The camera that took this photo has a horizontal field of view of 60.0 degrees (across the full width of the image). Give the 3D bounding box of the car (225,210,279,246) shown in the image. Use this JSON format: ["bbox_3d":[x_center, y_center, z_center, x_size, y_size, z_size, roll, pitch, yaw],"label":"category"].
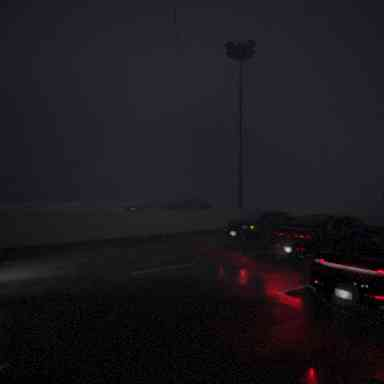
[{"bbox_3d":[3.549,1.514,14.875,4.674,1.442,1.812,0,0,-36],"label":"car"}]

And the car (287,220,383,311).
[{"bbox_3d":[4.499,1.484,6.955,4.902,1.511,2.128,0,0,-36],"label":"car"}]

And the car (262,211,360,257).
[{"bbox_3d":[4.888,1.494,11.533,4.892,1.490,1.837,0,0,-36],"label":"car"}]

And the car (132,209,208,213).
[{"bbox_3d":[-1.543,1.465,24.387,5.008,1.535,1.882,0,0,-35],"label":"car"}]
